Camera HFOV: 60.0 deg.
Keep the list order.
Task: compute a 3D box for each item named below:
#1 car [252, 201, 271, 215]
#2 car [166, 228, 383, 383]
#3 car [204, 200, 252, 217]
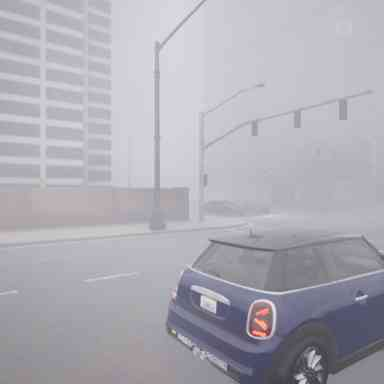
[{"bbox_3d":[5.856,1.557,33.482,1.994,1.385,4.181,0,0,-36],"label":"car"},{"bbox_3d":[1.937,1.351,5.170,4.553,1.767,2.097,0,0,-35],"label":"car"},{"bbox_3d":[3.033,1.499,31.353,1.837,1.490,4.892,0,0,-35],"label":"car"}]
